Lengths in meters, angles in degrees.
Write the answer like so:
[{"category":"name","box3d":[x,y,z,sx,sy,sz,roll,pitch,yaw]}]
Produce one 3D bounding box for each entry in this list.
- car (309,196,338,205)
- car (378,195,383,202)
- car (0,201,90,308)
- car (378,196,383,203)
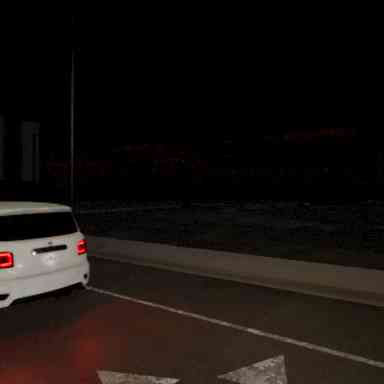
[{"category":"car","box3d":[24.001,1.473,60.904,4.892,1.490,1.837,1,0,27]},{"category":"car","box3d":[39.928,1.369,67.953,1.853,1.218,4.536,1,1,6]},{"category":"car","box3d":[-4.623,1.221,7.282,5.566,2.045,2.150,0,0,35]},{"category":"car","box3d":[39.921,1.527,67.903,2.038,1.542,4.974,1,1,6]}]
